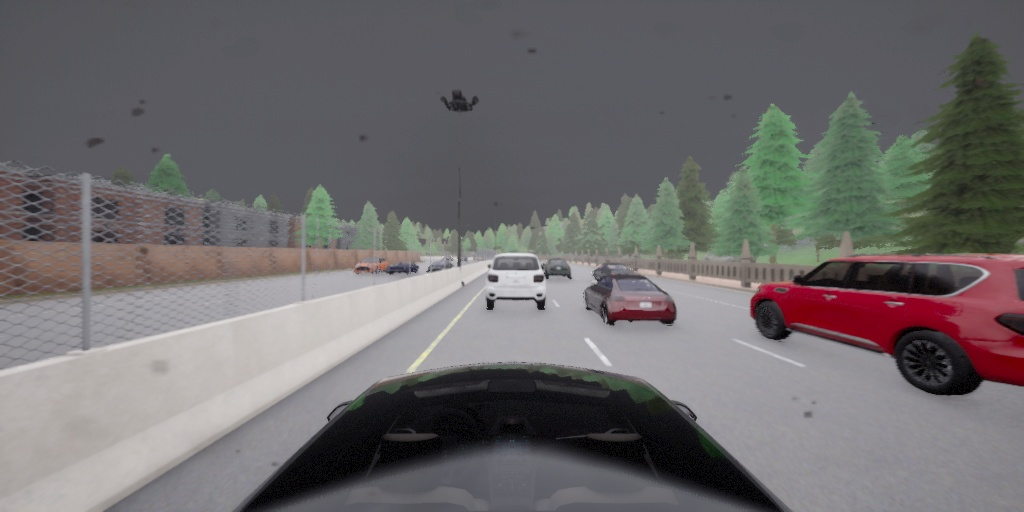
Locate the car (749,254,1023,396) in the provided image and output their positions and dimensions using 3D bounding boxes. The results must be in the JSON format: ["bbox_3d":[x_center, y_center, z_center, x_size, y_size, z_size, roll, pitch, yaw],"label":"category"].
[{"bbox_3d":[7.073,0.975,6.705,2.150,2.045,5.566,0,1,1],"label":"car"}]

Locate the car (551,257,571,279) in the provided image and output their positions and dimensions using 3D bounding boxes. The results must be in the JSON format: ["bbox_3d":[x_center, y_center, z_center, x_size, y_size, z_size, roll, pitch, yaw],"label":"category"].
[{"bbox_3d":[3.719,0.977,30.661,2.097,1.767,4.553,0,0,0],"label":"car"}]

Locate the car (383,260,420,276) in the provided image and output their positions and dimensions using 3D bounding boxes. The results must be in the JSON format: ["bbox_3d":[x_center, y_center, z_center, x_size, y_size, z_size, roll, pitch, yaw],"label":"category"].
[{"bbox_3d":[-10.452,1.159,34.778,1.895,1.301,4.718,0,0,0],"label":"car"}]

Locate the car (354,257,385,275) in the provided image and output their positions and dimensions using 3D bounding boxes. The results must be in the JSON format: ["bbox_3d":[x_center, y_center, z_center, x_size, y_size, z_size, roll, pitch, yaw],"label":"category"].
[{"bbox_3d":[-13.942,0.894,35.855,2.097,1.767,4.553,0,0,0],"label":"car"}]

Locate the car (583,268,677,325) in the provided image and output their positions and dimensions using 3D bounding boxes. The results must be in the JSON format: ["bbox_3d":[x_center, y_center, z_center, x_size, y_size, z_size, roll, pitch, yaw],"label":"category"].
[{"bbox_3d":[3.621,1.280,11.690,1.994,1.385,4.181,0,0,0],"label":"car"}]

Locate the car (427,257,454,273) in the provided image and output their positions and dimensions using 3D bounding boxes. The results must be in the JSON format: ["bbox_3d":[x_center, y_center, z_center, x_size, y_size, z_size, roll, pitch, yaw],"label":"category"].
[{"bbox_3d":[-6.948,1.113,35.657,2.033,1.411,5.357,0,0,0],"label":"car"}]

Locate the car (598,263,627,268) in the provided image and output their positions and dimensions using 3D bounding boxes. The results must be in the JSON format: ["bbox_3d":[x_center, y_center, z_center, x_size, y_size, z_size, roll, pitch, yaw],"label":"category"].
[{"bbox_3d":[7.187,1.207,25.851,2.033,1.411,5.357,0,0,0],"label":"car"}]

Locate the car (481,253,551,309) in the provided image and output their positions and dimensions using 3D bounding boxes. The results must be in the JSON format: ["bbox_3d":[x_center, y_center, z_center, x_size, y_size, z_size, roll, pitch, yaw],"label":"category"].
[{"bbox_3d":[0.144,0.910,14.704,2.150,2.045,5.566,0,0,0],"label":"car"}]
